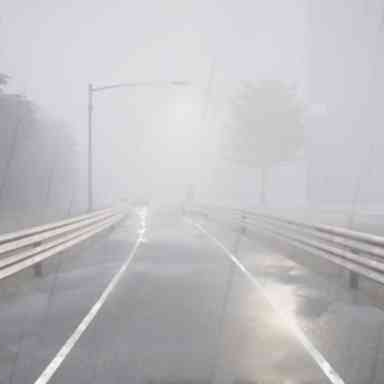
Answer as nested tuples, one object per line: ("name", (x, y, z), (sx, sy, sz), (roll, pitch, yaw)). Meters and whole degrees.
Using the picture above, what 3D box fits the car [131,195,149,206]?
("car", (-8.210, 1.301, 52.270), (2.097, 1.767, 4.553), (0, 0, -19))
